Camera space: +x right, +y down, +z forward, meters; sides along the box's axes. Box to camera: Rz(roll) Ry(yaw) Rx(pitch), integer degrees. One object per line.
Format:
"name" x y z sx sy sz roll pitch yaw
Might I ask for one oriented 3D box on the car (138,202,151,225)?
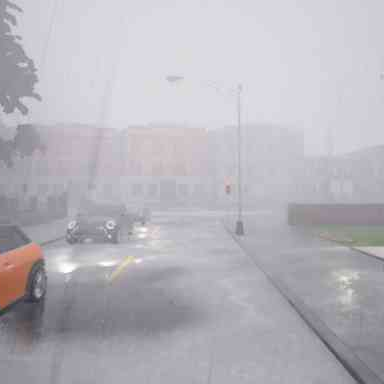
"car" -4.000 1.471 23.565 1.812 1.442 4.674 0 0 0

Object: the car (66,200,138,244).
"car" -4.075 1.313 15.367 2.097 1.767 4.553 0 0 0

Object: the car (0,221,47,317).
"car" -4.096 1.338 5.105 2.097 1.767 4.553 0 0 0
